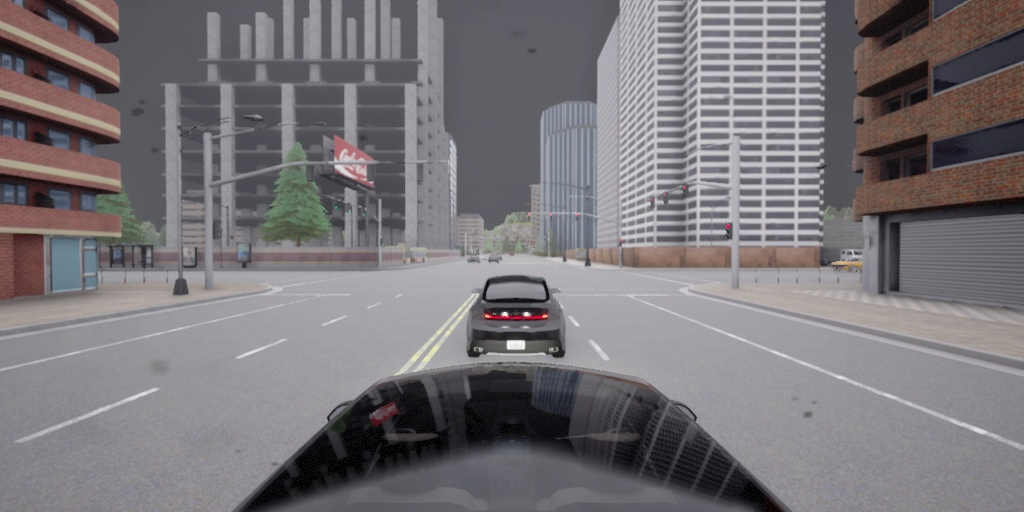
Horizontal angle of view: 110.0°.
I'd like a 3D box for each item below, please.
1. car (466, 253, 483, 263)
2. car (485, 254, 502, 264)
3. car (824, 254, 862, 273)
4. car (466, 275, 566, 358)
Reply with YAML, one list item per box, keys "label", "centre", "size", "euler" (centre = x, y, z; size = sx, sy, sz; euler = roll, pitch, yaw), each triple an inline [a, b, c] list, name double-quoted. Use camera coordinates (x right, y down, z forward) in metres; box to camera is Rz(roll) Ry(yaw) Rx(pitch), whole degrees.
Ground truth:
- label: "car"
  centre: [-6.728, 0.600, 63.597]
  size: [1.994, 1.385, 4.181]
  euler: [0, 1, 1]
- label: "car"
  centre: [-3.233, 0.539, 63.655]
  size: [1.837, 1.490, 4.892]
  euler: [0, 1, 1]
- label: "car"
  centre: [33.803, 0.844, 34.715]
  size: [5.008, 1.535, 1.882]
  euler: [0, 1, 0]
- label: "car"
  centre: [0.095, 1.179, 8.273]
  size: [1.837, 1.490, 4.892]
  euler: [0, 1, 1]
